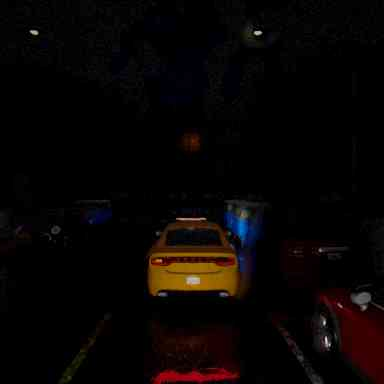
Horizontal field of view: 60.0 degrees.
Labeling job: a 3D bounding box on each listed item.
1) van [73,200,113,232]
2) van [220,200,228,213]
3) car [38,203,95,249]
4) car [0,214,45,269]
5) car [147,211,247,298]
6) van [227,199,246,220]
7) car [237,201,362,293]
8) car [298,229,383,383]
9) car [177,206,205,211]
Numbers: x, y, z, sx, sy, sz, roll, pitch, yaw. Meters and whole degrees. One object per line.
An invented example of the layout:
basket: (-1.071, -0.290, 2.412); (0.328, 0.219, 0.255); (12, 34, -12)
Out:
van: (-5.868, 1.343, 19.592); (1.690, 1.788, 3.998); (0, 0, 0)
van: (2.657, 1.343, 19.638); (1.690, 1.788, 3.998); (0, 0, 0)
car: (-5.838, 1.441, 14.154); (1.967, 1.590, 4.097); (0, 0, 0)
car: (-5.808, 1.526, 8.547); (1.752, 1.417, 4.829); (0, 0, 0)
car: (0.038, 1.478, 8.590); (1.882, 1.535, 5.008); (0, 0, 0)
van: (2.687, 1.342, 14.200); (1.690, 1.788, 3.998); (0, 0, 0)
car: (2.716, 1.315, 8.763); (2.192, 1.841, 5.009); (0, 0, 0)
car: (2.746, 1.440, 3.325); (1.967, 1.590, 4.097); (0, 0, 0)
car: (-0.051, 1.493, 18.092); (2.128, 1.511, 4.902); (0, 0, 0)
